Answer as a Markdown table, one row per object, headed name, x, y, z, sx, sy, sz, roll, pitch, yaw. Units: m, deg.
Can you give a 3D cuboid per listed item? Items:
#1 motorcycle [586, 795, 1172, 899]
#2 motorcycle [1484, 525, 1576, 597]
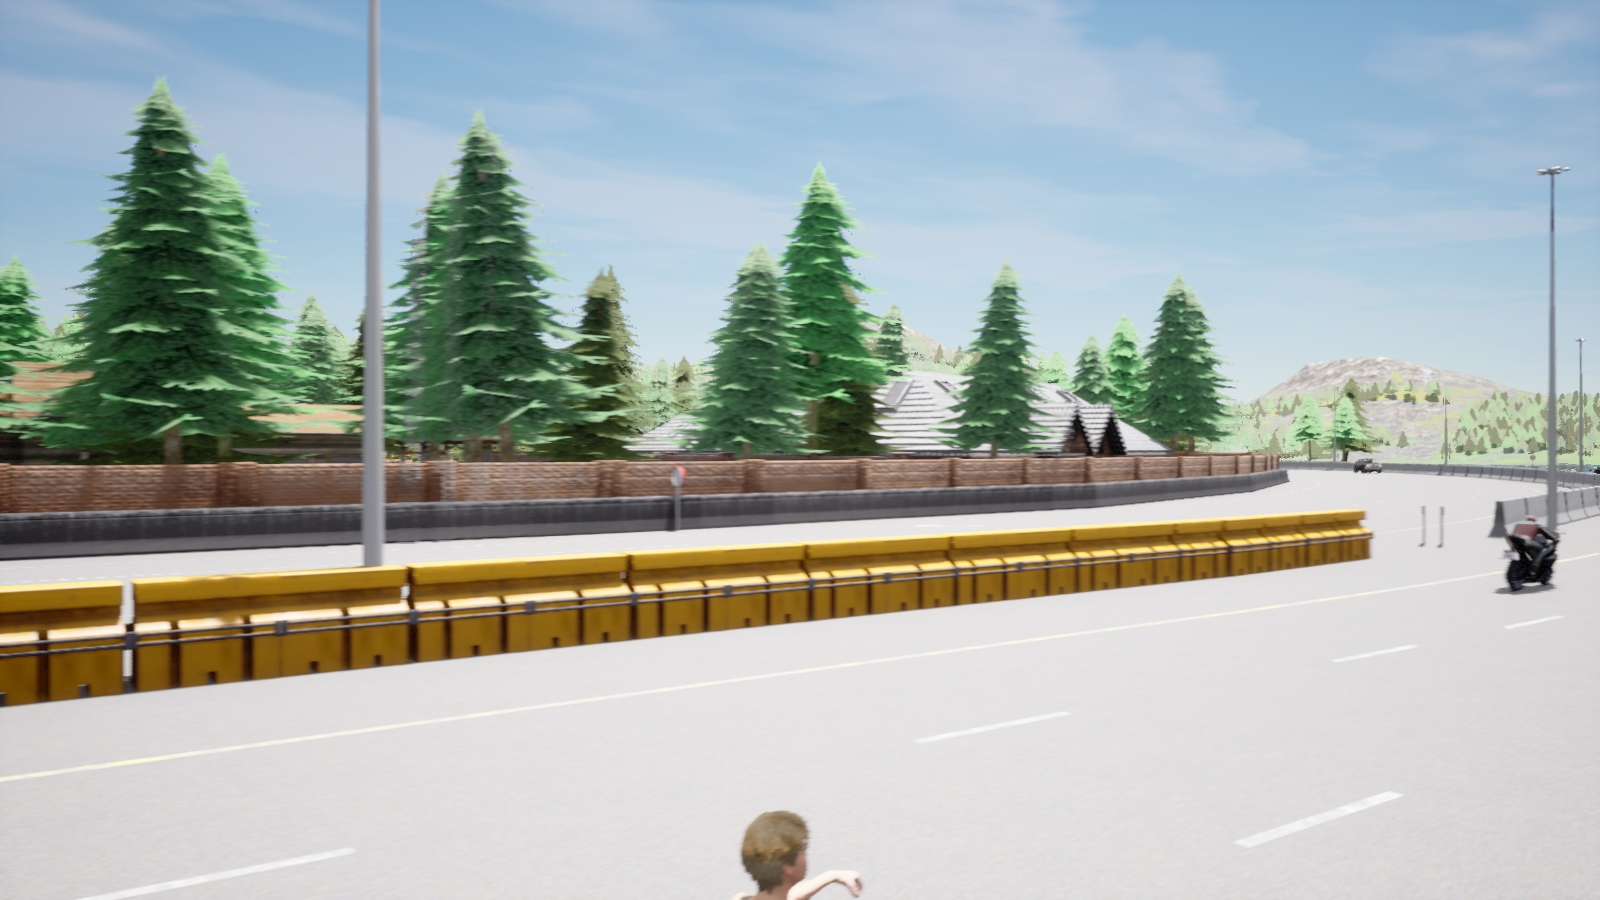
| name | x | y | z | sx | sy | sz | roll | pitch | yaw |
| --- | --- | --- | --- | --- | --- | --- | --- | --- | --- |
| motorcycle | 0.214 | 2.145 | 3.937 | 2.356 | 1.325 | 0.764 | 0 | 0 | -35 |
| motorcycle | 14.746 | 2.205 | 23.050 | 2.209 | 1.251 | 0.867 | 0 | 0 | -38 |
